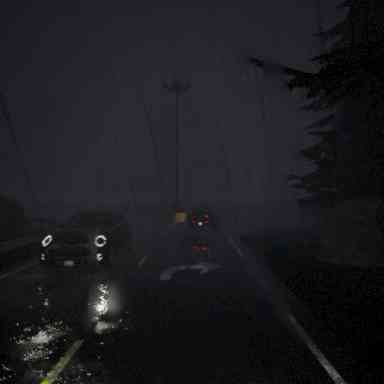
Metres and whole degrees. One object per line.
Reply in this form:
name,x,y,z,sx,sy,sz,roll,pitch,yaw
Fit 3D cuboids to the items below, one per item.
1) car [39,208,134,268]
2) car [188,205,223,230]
car,-3.429,1.433,11.620,2.097,1.767,4.553,0,0,1
car,0.936,1.671,22.504,1.837,1.490,4.892,-1,-1,10
